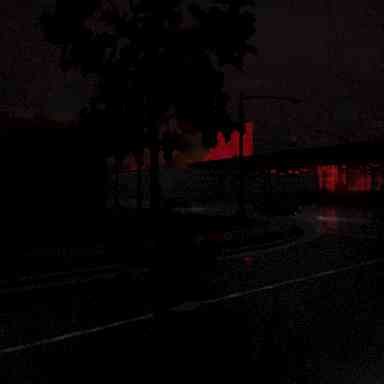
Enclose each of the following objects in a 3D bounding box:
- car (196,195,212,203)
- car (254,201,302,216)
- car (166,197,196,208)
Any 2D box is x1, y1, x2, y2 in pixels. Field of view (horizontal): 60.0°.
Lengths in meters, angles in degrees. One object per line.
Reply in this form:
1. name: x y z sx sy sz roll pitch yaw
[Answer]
1. car: 1.947 1.352 67.405 2.097 1.767 4.553 0 0 -34
2. car: 8.349 1.601 32.481 1.895 1.301 4.718 0 0 -34
3. car: -1.902 1.493 47.877 1.882 1.535 5.008 0 0 -34
